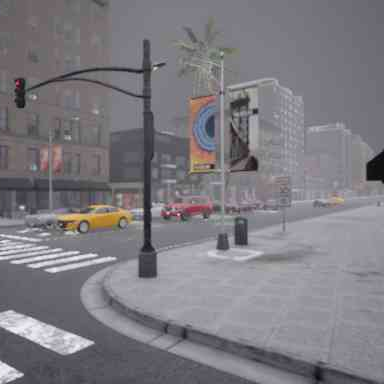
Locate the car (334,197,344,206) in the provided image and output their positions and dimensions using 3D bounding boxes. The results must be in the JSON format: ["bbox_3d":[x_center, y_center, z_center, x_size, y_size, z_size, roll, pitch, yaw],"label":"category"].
[{"bbox_3d":[26.833,1.719,61.650,1.882,1.535,5.008,0,0,35],"label":"car"}]

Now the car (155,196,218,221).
[{"bbox_3d":[-0.340,1.374,29.172,2.150,2.045,5.566,0,0,35],"label":"car"}]

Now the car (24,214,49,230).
[{"bbox_3d":[-8.832,1.753,22.786,1.895,1.301,4.718,0,0,35],"label":"car"}]

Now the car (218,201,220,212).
[{"bbox_3d":[2.185,1.666,38.370,1.882,1.535,5.008,0,0,35],"label":"car"}]

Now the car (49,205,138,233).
[{"bbox_3d":[-6.071,1.613,21.045,1.882,1.535,5.008,0,0,35],"label":"car"}]

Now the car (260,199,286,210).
[{"bbox_3d":[11.286,1.702,45.538,1.837,1.490,4.892,0,0,36],"label":"car"}]

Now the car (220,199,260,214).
[{"bbox_3d":[5.435,1.774,37.332,1.895,1.301,4.718,0,0,35],"label":"car"}]

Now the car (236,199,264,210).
[{"bbox_3d":[8.240,1.718,46.825,1.837,1.490,4.892,0,0,37],"label":"car"}]

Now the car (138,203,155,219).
[{"bbox_3d":[-3.731,1.694,29.996,1.812,1.442,4.674,0,0,35],"label":"car"}]

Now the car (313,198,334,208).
[{"bbox_3d":[20.586,1.735,52.804,1.812,1.442,4.674,0,0,36],"label":"car"}]
